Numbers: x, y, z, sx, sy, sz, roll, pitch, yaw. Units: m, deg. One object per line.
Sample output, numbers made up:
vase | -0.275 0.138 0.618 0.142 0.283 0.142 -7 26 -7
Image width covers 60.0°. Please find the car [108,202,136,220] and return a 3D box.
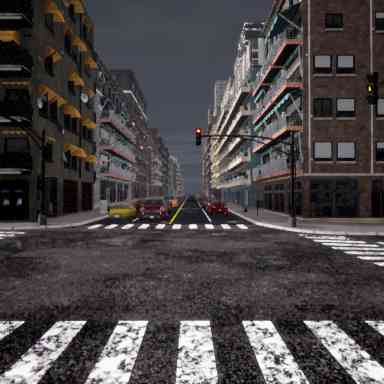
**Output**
car | -5.754 1.532 27.818 1.752 1.417 4.829 1 0 0

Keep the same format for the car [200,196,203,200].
car | 2.568 1.596 50.089 1.802 1.307 4.206 1 0 0

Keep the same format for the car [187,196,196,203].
car | -0.080 1.530 69.843 1.837 1.490 4.892 0 0 0

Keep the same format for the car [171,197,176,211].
car | -3.198 1.557 37.561 2.033 1.411 5.357 0 0 0

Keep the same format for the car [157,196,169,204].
car | -5.856 1.572 66.652 2.008 1.369 4.403 1 0 0

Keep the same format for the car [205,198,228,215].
car | 2.611 1.553 33.518 1.887 1.381 4.507 1 0 0

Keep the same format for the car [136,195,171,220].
car | -3.147 1.359 28.069 2.097 1.767 4.553 0 0 -1

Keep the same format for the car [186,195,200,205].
car | -0.055 1.495 59.366 1.882 1.535 5.008 0 0 0

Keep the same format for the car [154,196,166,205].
car | -5.841 1.544 60.958 1.752 1.417 4.829 1 0 0

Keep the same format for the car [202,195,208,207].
car | 2.598 1.450 39.042 1.967 1.590 4.097 1 0 0

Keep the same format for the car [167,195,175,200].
car | -5.926 1.587 94.268 2.008 1.369 4.403 1 0 0

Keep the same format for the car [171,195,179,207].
car | -3.213 1.365 47.350 2.097 1.767 4.553 0 0 0

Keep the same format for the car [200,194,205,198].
car | 2.789 1.380 81.831 2.097 1.767 4.553 0 0 0

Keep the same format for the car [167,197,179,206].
car | -3.209 1.617 57.209 1.895 1.301 4.718 0 0 0

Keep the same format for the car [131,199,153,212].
car | -5.784 1.555 39.034 1.887 1.381 4.507 1 0 0

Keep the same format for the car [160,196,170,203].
car | -5.870 1.568 72.175 1.887 1.381 4.507 1 0 0
